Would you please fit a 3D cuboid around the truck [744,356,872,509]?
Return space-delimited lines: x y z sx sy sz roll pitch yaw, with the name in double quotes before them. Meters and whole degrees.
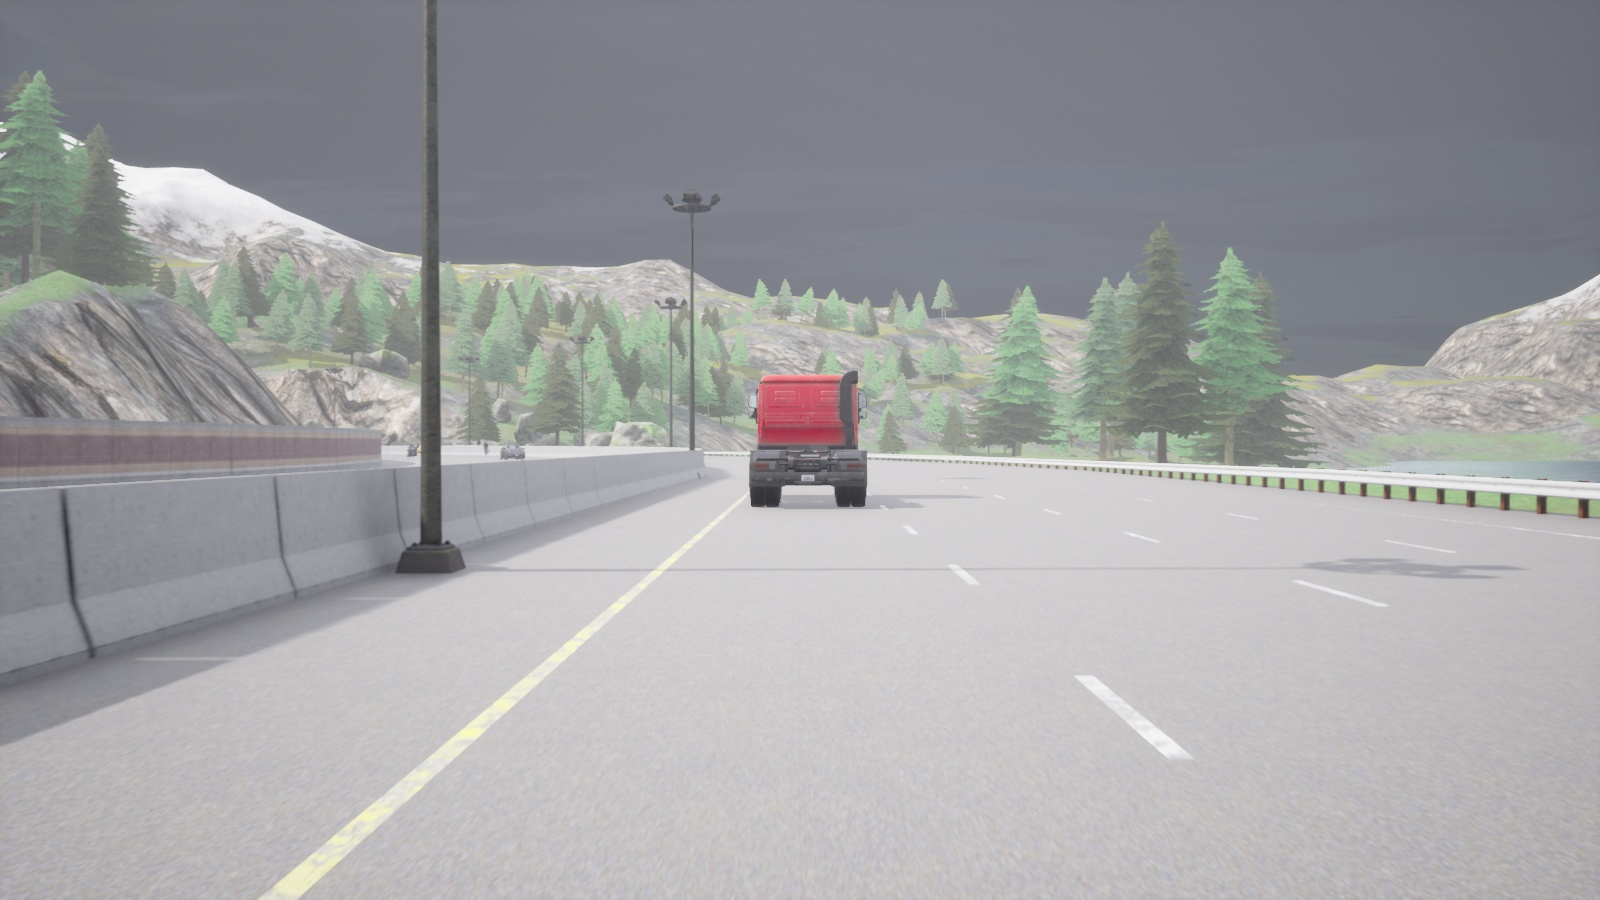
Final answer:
"truck" 0.201 -0.418 32.415 2.891 3.462 7.936 0 0 0
